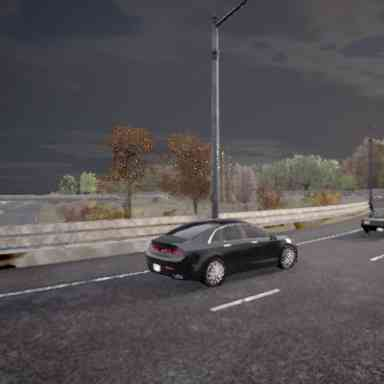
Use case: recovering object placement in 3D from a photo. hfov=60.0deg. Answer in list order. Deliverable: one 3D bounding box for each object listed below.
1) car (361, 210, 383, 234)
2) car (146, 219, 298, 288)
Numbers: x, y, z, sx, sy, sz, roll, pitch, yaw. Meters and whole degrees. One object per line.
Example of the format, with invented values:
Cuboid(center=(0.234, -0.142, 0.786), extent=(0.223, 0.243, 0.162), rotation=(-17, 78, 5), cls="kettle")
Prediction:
Cuboid(center=(11.178, 1.633, 18.673), extent=(1.895, 1.301, 4.718), rotation=(0, 0, 44), cls="car")
Cuboid(center=(1.060, 1.533, 9.404), extent=(4.892, 1.490, 1.837), rotation=(0, 0, -39), cls="car")
